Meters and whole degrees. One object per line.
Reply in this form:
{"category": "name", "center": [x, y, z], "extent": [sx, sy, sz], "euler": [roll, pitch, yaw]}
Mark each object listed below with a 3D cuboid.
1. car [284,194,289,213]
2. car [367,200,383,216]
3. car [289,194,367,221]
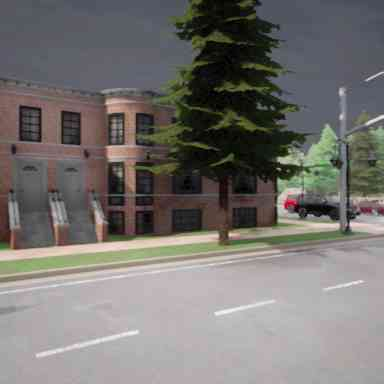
{"category": "car", "center": [11.808, 1.224, 33.598], "extent": [2.150, 2.045, 5.566], "euler": [0, 0, -30]}
{"category": "car", "center": [16.947, 1.528, 32.157], "extent": [1.812, 1.442, 4.674], "euler": [0, 0, -30]}
{"category": "car", "center": [11.128, 1.223, 27.826], "extent": [2.150, 2.045, 5.566], "euler": [0, 0, -28]}
